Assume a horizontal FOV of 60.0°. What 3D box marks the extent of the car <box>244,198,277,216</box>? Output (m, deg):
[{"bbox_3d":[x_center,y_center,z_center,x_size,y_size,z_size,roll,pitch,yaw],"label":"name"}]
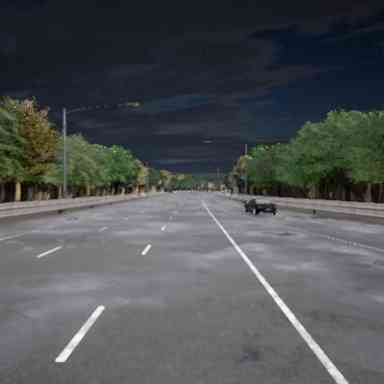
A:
[{"bbox_3d":[6.244,1.336,30.966,1.882,1.535,5.008,0,0,-7],"label":"car"}]
